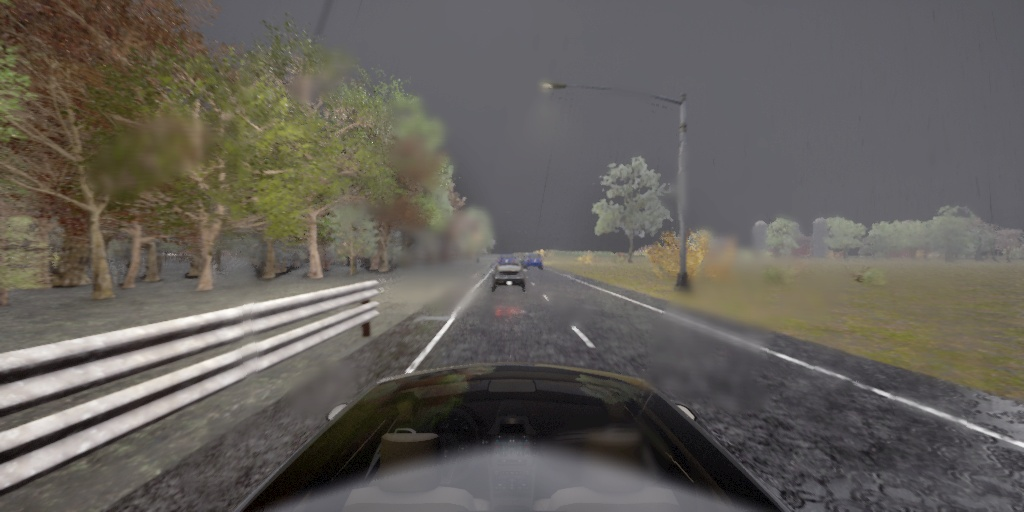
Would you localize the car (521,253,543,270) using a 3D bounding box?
[{"bbox_3d":[2.744,0.672,46.162,2.150,2.045,5.566,0,0,-1],"label":"car"}]

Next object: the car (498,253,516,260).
[{"bbox_3d":[-0.651,0.690,45.890,2.150,2.045,5.566,0,1,-1],"label":"car"}]

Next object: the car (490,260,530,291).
[{"bbox_3d":[-0.174,1.136,20.627,1.837,1.490,4.892,0,0,-1],"label":"car"}]
